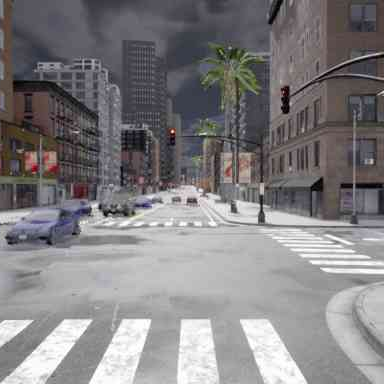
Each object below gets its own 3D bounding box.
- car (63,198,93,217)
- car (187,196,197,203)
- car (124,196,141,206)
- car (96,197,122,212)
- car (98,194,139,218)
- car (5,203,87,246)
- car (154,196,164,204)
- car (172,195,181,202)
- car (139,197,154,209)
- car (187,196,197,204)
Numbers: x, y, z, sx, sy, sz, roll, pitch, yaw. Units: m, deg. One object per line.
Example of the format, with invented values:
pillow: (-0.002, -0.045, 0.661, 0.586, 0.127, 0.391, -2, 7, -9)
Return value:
car: (-9.895, 1.345, 27.864, 2.097, 1.767, 4.553, 0, 0, 0)
car: (-0.046, 1.501, 71.377, 1.994, 1.385, 4.181, 0, 0, 0)
car: (-9.919, 1.449, 55.743, 1.882, 1.535, 5.008, 0, 0, 0)
car: (-9.925, 1.466, 40.234, 1.882, 1.535, 5.008, 0, 0, 0)
car: (-6.652, 1.214, 30.874, 2.150, 2.045, 5.566, 0, 0, 0)
car: (-6.617, 1.489, 15.343, 1.812, 1.442, 4.674, 0, 1, 0)
car: (-6.624, 1.482, 63.859, 1.812, 1.442, 4.674, 0, 0, 0)
car: (-3.285, 1.438, 70.908, 2.128, 1.511, 4.902, 0, 0, 0)
car: (-6.670, 1.462, 45.132, 1.882, 1.535, 5.008, 0, 0, 0)
car: (-0.001, 1.439, 61.335, 1.882, 1.535, 5.008, 0, 0, 0)
